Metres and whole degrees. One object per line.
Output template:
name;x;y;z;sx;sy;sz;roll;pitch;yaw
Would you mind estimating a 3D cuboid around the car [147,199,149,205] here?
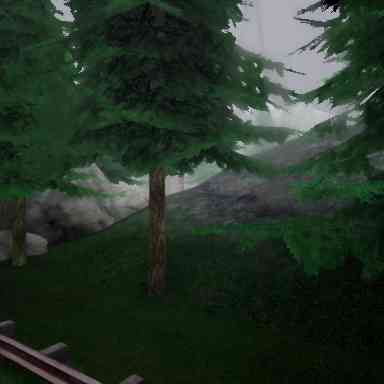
car;-6.135;1.510;38.549;1.812;1.442;4.674;0;0;37
